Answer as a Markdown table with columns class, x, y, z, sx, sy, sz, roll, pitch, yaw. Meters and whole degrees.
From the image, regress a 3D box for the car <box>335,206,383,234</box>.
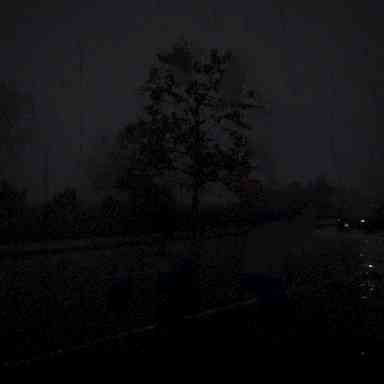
| class | x | y | z | sx | sy | sz | roll | pitch | yaw |
| --- | --- | --- | --- | --- | --- | --- | --- | --- | --- |
| car | 10.421 | 1.547 | 19.535 | 4.674 | 1.442 | 1.812 | 0 | 0 | -33 |
